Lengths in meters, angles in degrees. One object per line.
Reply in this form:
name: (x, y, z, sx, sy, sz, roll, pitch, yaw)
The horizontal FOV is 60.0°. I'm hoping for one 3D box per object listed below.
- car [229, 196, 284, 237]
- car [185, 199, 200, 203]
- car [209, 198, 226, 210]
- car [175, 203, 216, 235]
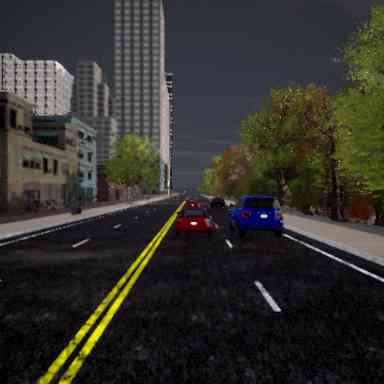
car: (3.339, 1.220, 18.116, 2.150, 2.045, 5.566, 0, 0, 0)
car: (0.074, 1.555, 42.704, 1.994, 1.385, 4.181, 0, 0, 0)
car: (3.324, 1.468, 43.856, 1.882, 1.535, 5.008, 0, 0, 0)
car: (0.088, 1.562, 18.907, 1.994, 1.385, 4.181, 0, 0, 0)
